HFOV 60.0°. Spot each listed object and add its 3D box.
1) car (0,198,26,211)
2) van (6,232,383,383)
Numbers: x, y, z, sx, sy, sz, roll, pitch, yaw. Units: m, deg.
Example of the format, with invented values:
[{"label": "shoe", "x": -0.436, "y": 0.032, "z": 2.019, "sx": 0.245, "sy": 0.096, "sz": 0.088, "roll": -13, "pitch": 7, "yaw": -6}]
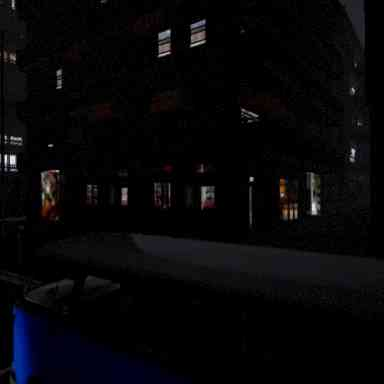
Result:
[{"label": "car", "x": -19.184, "y": 1.267, "z": 35.680, "sx": 1.947, "sy": 1.339, "sz": 4.313, "roll": 1, "pitch": 1, "yaw": 35}, {"label": "van", "x": 0.044, "y": 1.340, "z": 2.846, "sx": 3.998, "sy": 1.788, "sz": 1.690, "roll": 0, "pitch": 0, "yaw": 35}]
